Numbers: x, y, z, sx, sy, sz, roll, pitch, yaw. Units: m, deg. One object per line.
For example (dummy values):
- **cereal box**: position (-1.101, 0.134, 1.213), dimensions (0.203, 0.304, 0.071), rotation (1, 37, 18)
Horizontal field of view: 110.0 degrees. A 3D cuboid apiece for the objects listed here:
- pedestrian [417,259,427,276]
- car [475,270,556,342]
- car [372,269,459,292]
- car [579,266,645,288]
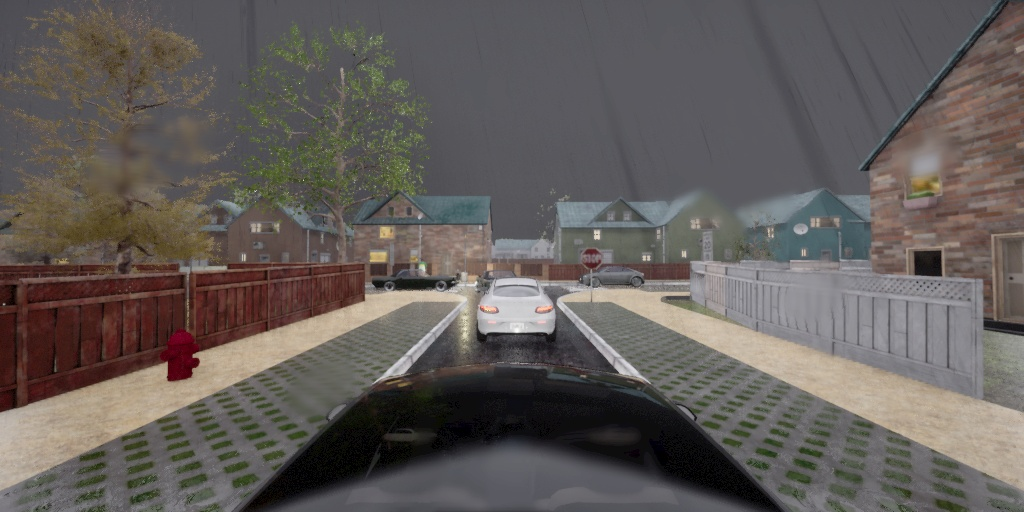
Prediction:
- **pedestrian**: position (-6.711, 1.117, 26.793), dimensions (0.375, 1.860, 0.375), rotation (0, -1, 1)
- **car**: position (0.100, 1.279, 9.707), dimensions (1.812, 1.442, 4.674), rotation (0, 0, 0)
- **car**: position (-5.490, 1.416, 20.909), dimensions (4.718, 1.301, 1.895), rotation (-1, -1, 1)
- **car**: position (6.529, 1.343, 23.704), dimensions (4.181, 1.385, 1.994), rotation (0, -1, 1)
